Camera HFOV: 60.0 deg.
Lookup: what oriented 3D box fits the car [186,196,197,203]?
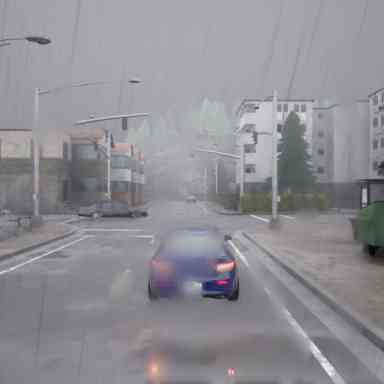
[{"bbox_3d":[-0.127,1.526,66.849,1.812,1.442,4.674,0,0,0],"label":"car"}]

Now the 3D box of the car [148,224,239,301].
[{"bbox_3d":[0.042,1.526,8.207,1.812,1.442,4.674,0,0,0],"label":"car"}]

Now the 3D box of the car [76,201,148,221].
[{"bbox_3d":[-6.155,1.406,25.798,5.357,1.411,2.033,1,0,-22],"label":"car"}]
